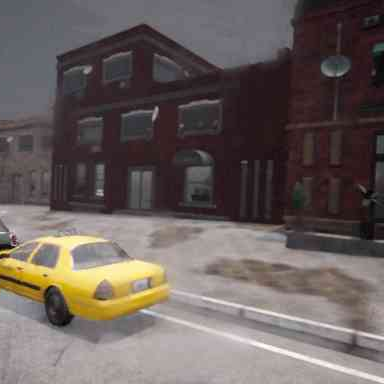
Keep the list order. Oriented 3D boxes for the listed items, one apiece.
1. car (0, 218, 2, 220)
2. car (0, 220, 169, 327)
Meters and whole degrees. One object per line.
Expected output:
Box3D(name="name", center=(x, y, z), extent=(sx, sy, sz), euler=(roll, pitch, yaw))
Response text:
Box3D(name="car", center=(-7.566, 1.519, 10.809), extent=(4.553, 1.767, 2.097), euler=(0, -1, 37))
Box3D(name="car", center=(-2.940, 1.604, 7.336), extent=(5.366, 1.575, 1.801), euler=(0, -2, 37))
